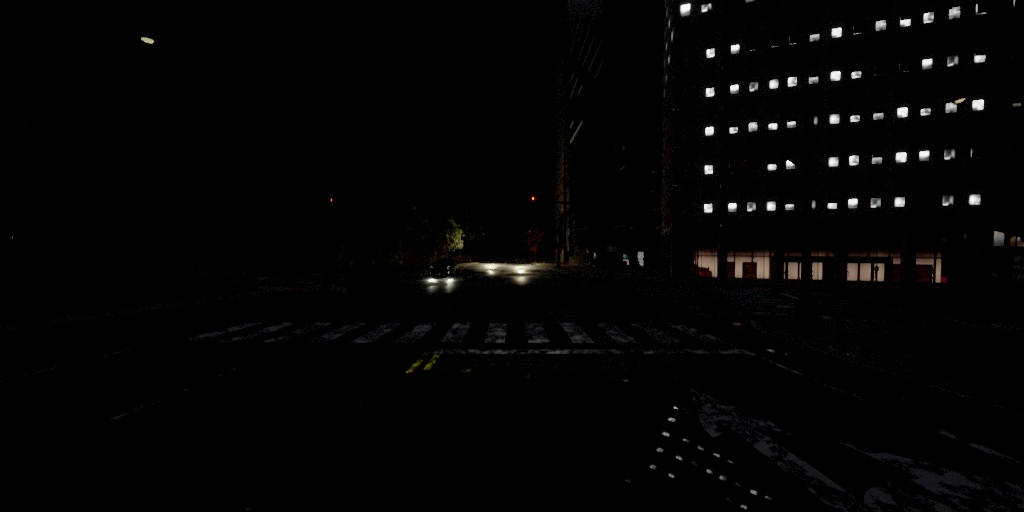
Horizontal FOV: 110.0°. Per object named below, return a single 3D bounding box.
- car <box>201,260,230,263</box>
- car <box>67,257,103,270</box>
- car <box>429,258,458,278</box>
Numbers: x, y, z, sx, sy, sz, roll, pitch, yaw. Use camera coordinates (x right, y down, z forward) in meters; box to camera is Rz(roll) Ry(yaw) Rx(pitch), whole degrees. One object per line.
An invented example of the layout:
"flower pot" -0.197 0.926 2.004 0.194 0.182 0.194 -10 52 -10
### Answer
"car" -24.413 1.090 29.654 4.892 1.490 1.837 1 2 21
"car" -45.004 0.912 37.449 4.892 1.490 1.837 0 2 21
"car" -6.520 1.058 34.277 2.097 1.767 4.553 0 0 0
